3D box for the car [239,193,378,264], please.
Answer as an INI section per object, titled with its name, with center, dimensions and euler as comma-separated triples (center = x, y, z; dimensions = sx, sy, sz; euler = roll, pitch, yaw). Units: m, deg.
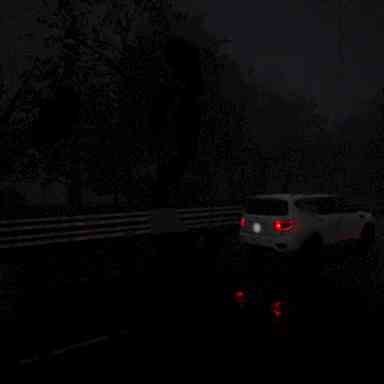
[car]
center = 4.092, 1.043, 11.373
dimensions = 5.566, 2.045, 2.150
euler = -2, 1, -36
